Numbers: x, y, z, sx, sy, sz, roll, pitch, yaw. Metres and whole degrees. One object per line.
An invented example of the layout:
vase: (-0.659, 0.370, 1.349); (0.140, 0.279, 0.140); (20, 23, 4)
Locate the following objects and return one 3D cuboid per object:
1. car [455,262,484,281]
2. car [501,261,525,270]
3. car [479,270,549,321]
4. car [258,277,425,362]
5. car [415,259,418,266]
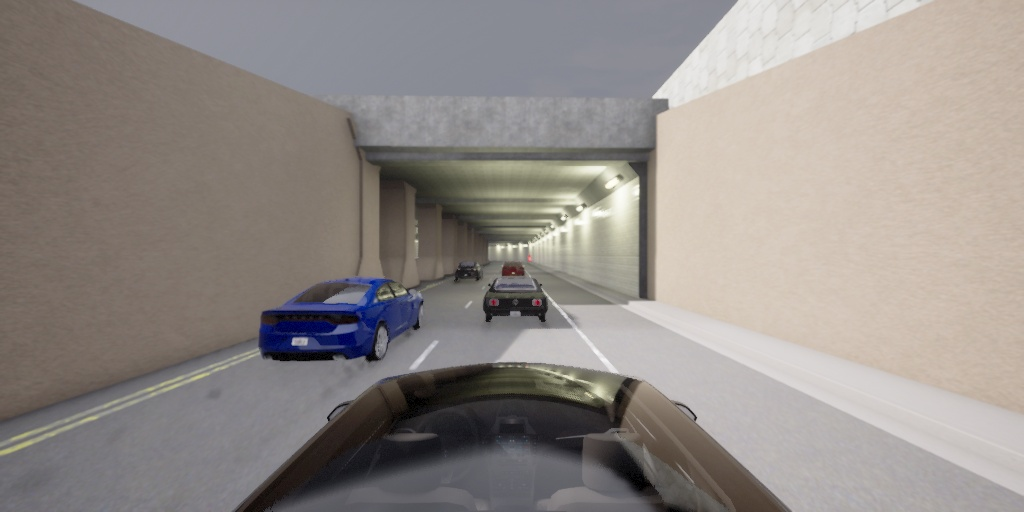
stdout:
car: (-3.396, 1.186, 28.847); (2.128, 1.511, 4.902); (0, 0, 0)
car: (0.104, 1.169, 30.424); (1.882, 1.535, 5.008); (0, 0, 0)
car: (0.102, 1.329, 12.288); (1.895, 1.301, 4.718); (0, 0, 0)
car: (-3.400, 1.214, 8.224); (1.882, 1.535, 5.008); (0, 0, 0)
car: (-14.058, 1.149, 53.319); (1.837, 1.490, 4.892); (0, 0, 0)
